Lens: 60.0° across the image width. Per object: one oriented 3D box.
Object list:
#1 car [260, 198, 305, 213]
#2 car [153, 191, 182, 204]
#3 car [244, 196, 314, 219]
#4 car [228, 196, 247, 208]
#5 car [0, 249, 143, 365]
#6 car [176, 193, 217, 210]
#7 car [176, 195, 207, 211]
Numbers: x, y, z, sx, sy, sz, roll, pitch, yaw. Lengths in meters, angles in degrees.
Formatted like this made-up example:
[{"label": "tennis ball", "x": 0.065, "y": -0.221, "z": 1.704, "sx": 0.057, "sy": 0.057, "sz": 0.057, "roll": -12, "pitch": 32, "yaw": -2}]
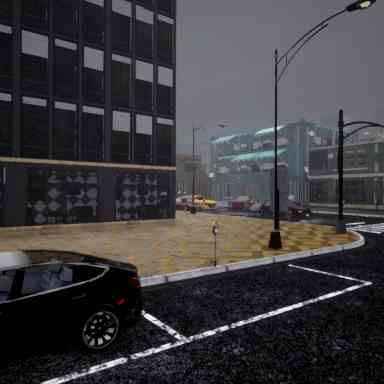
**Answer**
[{"label": "car", "x": 9.256, "y": 1.340, "z": 34.150, "sx": 1.802, "sy": 1.307, "sz": 4.206, "roll": 1, "pitch": 0, "yaw": -36}, {"label": "car", "x": -3.849, "y": 0.793, "z": 52.047, "sx": 2.192, "sy": 1.841, "sz": 5.009, "roll": 1, "pitch": 0, "yaw": -36}, {"label": "car", "x": 7.155, "y": 1.331, "z": 27.206, "sx": 2.033, "sy": 1.411, "sz": 5.357, "roll": 0, "pitch": 1, "yaw": -36}, {"label": "car", "x": 5.980, "y": 1.130, "z": 38.626, "sx": 1.967, "sy": 1.590, "sz": 4.097, "roll": 1, "pitch": 0, "yaw": -36}, {"label": "car", "x": -2.770, "y": 1.566, "z": 4.579, "sx": 4.313, "sy": 1.339, "sz": 1.947, "roll": 0, "pitch": 0, "yaw": -35}, {"label": "car", "x": 0.657, "y": 1.125, "z": 36.093, "sx": 1.882, "sy": 1.535, "sz": 5.008, "roll": 0, "pitch": 0, "yaw": -36}, {"label": "car", "x": -0.783, "y": 1.230, "z": 33.673, "sx": 1.802, "sy": 1.307, "sz": 4.206, "roll": 1, "pitch": 0, "yaw": -36}]
